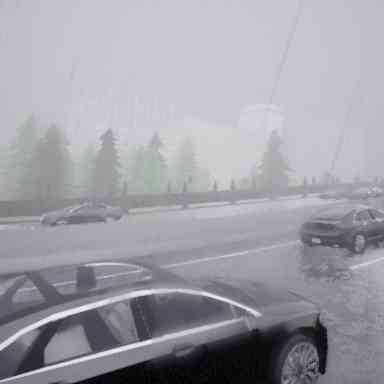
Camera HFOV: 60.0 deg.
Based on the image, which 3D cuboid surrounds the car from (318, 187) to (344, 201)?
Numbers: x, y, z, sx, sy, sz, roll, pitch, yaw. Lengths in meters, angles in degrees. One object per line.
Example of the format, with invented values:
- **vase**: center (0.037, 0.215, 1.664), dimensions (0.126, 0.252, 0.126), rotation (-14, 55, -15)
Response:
- **car**: center (16.380, 0.192, 37.128), dimensions (5.357, 1.411, 2.033), rotation (-3, 2, -35)

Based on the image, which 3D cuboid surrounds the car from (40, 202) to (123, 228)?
- **car**: center (-6.718, 1.402, 20.573), dimensions (4.902, 1.511, 2.128), rotation (-2, 1, -35)

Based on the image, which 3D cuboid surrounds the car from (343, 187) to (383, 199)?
- **car**: center (17.844, 0.205, 33.881), dimensions (4.674, 1.442, 1.812), rotation (-3, 2, -35)

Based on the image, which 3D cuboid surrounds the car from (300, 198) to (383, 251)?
- **car**: center (6.053, 1.237, 12.362), dimensions (4.892, 1.490, 1.837), rotation (-4, 2, -35)

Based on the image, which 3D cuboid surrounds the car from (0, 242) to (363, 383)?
- **car**: center (-0.600, 1.481, 3.317), dimensions (4.902, 1.511, 2.128), rotation (0, 0, -36)
